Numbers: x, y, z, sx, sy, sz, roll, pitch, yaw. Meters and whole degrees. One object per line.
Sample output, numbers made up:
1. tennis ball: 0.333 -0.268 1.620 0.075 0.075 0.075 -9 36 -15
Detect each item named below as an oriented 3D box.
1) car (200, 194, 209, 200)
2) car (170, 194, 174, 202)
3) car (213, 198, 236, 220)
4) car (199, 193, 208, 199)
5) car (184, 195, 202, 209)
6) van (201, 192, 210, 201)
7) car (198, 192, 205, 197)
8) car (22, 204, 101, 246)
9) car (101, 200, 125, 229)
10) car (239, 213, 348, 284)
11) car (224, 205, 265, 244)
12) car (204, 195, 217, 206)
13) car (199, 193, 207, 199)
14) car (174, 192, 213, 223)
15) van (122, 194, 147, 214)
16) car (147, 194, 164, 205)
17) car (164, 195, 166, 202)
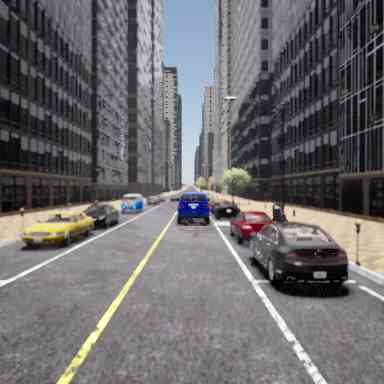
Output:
1. car: 2.687 1.044 71.825 1.802 1.307 4.206 0 0 0
2. car: -3.030 1.102 60.986 2.033 1.411 5.357 0 0 1
3. car: 2.687 1.386 26.247 1.947 1.339 4.313 0 0 0
4. car: 2.687 0.994 77.521 1.802 1.307 4.206 0 0 0
5. car: 0.099 1.202 41.287 2.128 1.511 4.902 0 0 0
6. van: 2.687 0.852 66.125 1.690 1.788 3.998 0 0 0
7. car: 2.687 0.813 94.613 2.008 1.369 4.403 0 1 0
8. car: -5.693 1.427 14.683 1.752 1.417 4.829 0 0 0
9. car: -5.693 1.426 20.550 1.947 1.339 4.313 0 0 0
10. car: 2.687 1.489 9.156 2.008 1.369 4.403 0 0 0
11. car: 2.687 1.482 14.853 1.802 1.307 4.206 0 0 0
12. car: 2.687 1.175 49.205 1.752 1.417 4.829 0 0 0
13. car: 2.686 0.886 83.387 1.752 1.417 4.829 0 0 0
14. car: 0.100 1.059 23.727 2.150 2.045 5.566 0 0 0
15. van: -5.694 1.121 31.944 1.690 1.788 3.998 0 0 0
16. car: -5.694 1.202 49.036 2.008 1.369 4.403 0 0 0
17. car: -5.694 1.110 60.430 2.008 1.369 4.403 0 0 0
